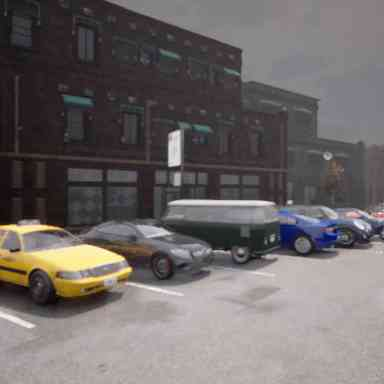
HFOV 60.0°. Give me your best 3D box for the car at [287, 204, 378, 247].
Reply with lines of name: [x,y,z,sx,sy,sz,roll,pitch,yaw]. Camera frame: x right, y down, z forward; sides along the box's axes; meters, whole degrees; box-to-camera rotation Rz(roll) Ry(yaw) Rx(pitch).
car: [5.752,1.397,15.315,4.553,1.767,2.185,-1,-1,34]

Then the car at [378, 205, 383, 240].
car: [8.220,1.570,17.035,4.674,1.452,2.002,-1,-1,35]

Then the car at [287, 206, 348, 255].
car: [3.332,1.514,13.536,5.008,1.535,2.097,-1,-1,34]

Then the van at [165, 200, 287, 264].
van: [0.786,1.283,11.861,4.442,1.987,1.878,-1,-1,34]

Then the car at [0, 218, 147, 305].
car: [-3.843,1.487,8.193,5.366,1.575,1.946,-1,-1,34]

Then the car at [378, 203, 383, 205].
car: [10.689,1.413,18.755,4.553,1.767,2.185,-1,-1,35]

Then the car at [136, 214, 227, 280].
car: [-1.557,1.540,10.053,4.674,1.452,2.002,-1,-1,34]
